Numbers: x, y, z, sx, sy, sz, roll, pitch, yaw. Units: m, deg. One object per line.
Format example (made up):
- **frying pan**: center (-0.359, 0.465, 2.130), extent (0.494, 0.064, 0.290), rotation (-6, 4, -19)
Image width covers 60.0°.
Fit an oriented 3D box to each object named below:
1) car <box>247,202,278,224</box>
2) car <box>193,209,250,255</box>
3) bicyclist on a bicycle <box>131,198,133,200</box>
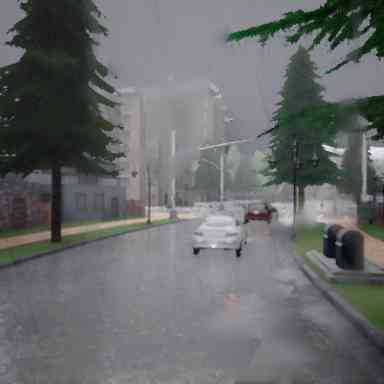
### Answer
- **car**: center (5.778, 1.623, 27.453), extent (2.097, 1.767, 4.553), rotation (0, -1, 23)
- **car**: center (1.258, 1.661, 13.872), extent (1.812, 1.442, 4.674), rotation (0, 0, 13)
- **bicyclist on a bicycle**: center (-9.377, 1.794, 52.233), extent (0.582, 1.620, 1.656), rotation (0, 0, 26)
